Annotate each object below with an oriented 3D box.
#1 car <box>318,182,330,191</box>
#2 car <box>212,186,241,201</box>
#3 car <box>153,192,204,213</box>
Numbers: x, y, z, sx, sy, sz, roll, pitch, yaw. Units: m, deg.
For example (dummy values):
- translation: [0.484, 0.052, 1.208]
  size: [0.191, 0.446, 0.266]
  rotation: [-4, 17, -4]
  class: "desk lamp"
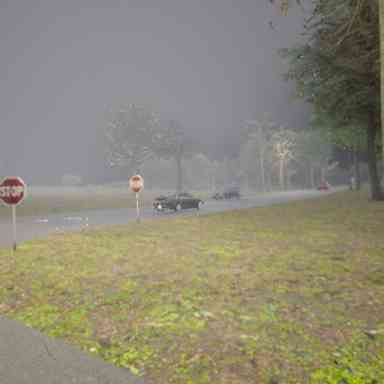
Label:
- translation: [30.983, -1.380, 78.181]
  size: [2.150, 2.045, 5.566]
  rotation: [-2, 1, 30]
  class: "car"
- translation: [4.922, 0.235, 46.763]
  size: [2.150, 2.045, 5.566]
  rotation: [-2, 1, 34]
  class: "car"
- translation: [-0.940, 0.756, 25.727]
  size: [1.837, 1.490, 4.892]
  rotation: [-2, 0, 34]
  class: "car"
